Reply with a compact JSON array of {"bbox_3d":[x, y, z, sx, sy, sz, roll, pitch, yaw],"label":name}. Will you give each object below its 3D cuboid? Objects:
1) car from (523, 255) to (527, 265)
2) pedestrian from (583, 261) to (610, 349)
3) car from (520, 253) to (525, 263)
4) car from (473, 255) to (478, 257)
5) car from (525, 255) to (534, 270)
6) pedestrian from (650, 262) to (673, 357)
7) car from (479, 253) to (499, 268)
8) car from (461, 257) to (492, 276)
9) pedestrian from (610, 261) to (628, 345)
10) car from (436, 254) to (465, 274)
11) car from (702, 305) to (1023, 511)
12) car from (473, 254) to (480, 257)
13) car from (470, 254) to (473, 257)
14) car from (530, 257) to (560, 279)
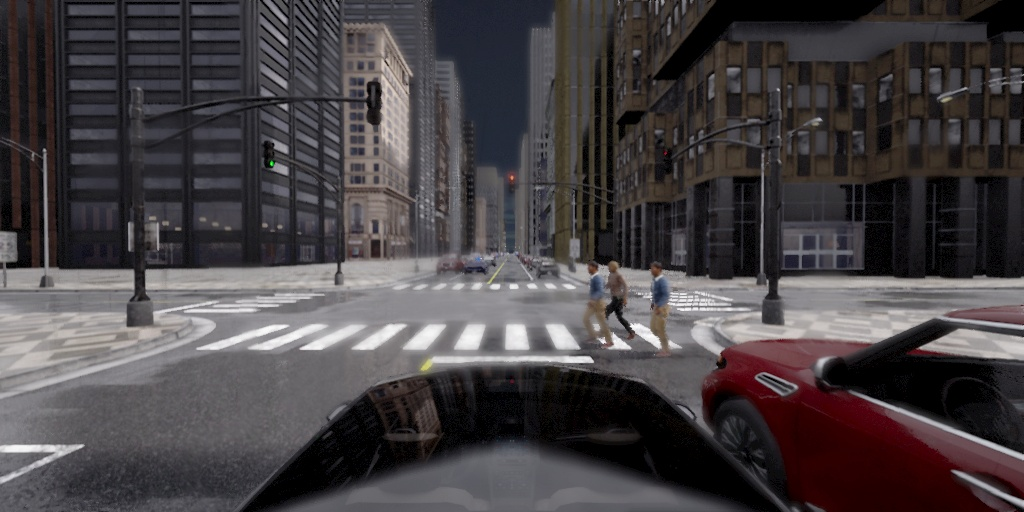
[{"bbox_3d":[2.771,0.805,45.135,1.888,1.381,4.507,0,0,0],"label":"car"},{"bbox_3d":[1.753,0.978,7.477,0.375,1.860,0.375,0,1,0],"label":"pedestrian"},{"bbox_3d":[2.774,0.575,56.415,1.967,1.591,4.097,0,0,0],"label":"car"},{"bbox_3d":[-5.754,0.826,45.128,1.948,1.339,4.313,0,0,0],"label":"car"},{"bbox_3d":[2.770,0.873,39.495,2.007,1.370,4.403,0,0,0],"label":"car"},{"bbox_3d":[2.835,0.985,6.869,0.375,1.860,0.375,0,1,0],"label":"pedestrian"},{"bbox_3d":[-3.078,0.754,47.997,1.812,1.442,4.674,0,1,0],"label":"car"},{"bbox_3d":[-3.091,1.007,31.995,1.895,1.301,4.718,0,1,0],"label":"car"},{"bbox_3d":[2.300,0.971,8.076,0.375,1.860,0.375,0,1,0],"label":"pedestrian"},{"bbox_3d":[-5.756,0.700,33.846,2.192,1.841,5.009,0,0,0],"label":"car"},{"bbox_3d":[2.763,1.070,1.242,2.192,1.841,5.009,0,0,0],"label":"car"},{"bbox_3d":[-5.753,0.779,50.767,1.802,1.307,4.207,0,0,0],"label":"car"},{"bbox_3d":[-5.755,0.762,39.488,1.967,1.591,4.097,0,0,0],"label":"car"},{"bbox_3d":[2.768,0.999,28.214,2.007,1.370,4.403,0,0,0],"label":"car"}]
